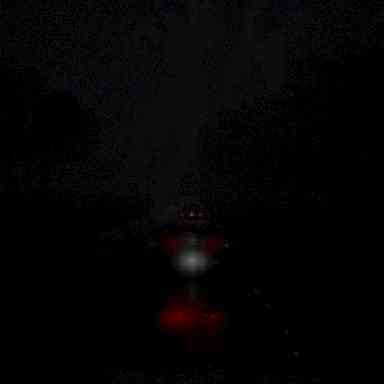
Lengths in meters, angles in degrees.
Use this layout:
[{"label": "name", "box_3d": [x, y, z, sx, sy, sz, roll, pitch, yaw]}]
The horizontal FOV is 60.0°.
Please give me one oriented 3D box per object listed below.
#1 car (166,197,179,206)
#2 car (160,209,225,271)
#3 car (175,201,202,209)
[{"label": "car", "box_3d": [-3.153, 1.540, 54.619, 2.128, 1.511, 4.902, 0, 0, 0]}, {"label": "car", "box_3d": [0.029, 1.546, 11.084, 1.837, 1.490, 4.892, 0, 0, 0]}, {"label": "car", "box_3d": [0.003, 1.641, 26.024, 2.033, 1.411, 5.357, 0, 0, 0]}]
